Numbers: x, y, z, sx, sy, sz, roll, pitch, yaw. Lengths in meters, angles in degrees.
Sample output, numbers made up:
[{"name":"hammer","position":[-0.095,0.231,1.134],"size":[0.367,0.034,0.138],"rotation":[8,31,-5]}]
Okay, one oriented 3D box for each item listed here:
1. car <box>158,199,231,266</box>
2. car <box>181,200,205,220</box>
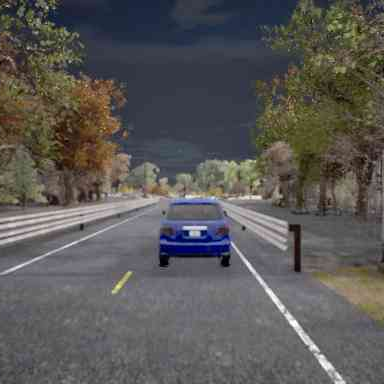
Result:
[{"name":"car","position":[0.086,1.239,11.762],"size":[2.150,2.045,5.566],"rotation":[0,0,0]},{"name":"car","position":[0.095,1.522,29.456],"size":[1.882,1.535,5.008],"rotation":[0,0,0]}]
